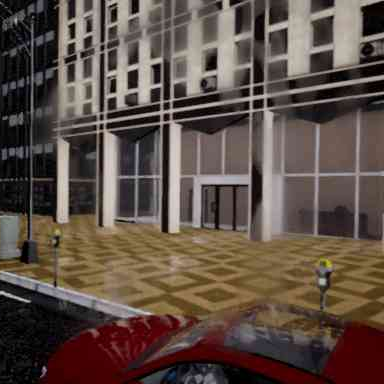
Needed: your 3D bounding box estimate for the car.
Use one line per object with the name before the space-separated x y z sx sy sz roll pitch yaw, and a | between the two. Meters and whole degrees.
car | 0.495 1.583 2.507 4.206 1.307 1.802 0 1 36
